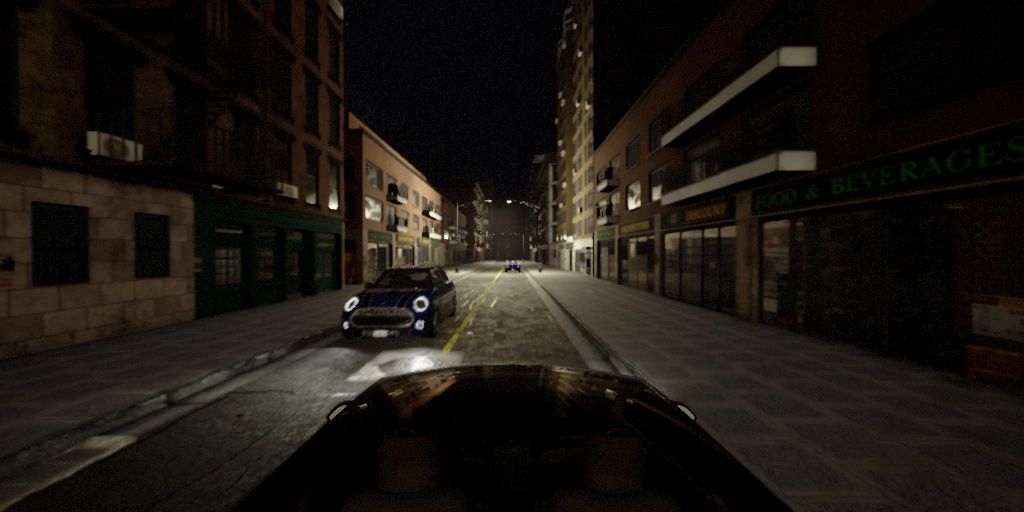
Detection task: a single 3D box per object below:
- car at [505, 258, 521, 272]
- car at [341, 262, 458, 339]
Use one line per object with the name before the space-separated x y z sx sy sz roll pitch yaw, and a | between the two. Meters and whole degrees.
car | 0.106 1.264 43.440 1.895 1.301 4.718 0 0 0
car | -2.847 1.080 10.001 2.097 1.767 4.553 0 0 0
